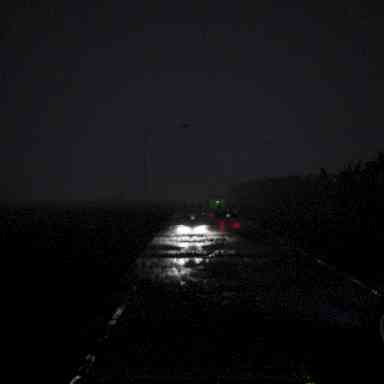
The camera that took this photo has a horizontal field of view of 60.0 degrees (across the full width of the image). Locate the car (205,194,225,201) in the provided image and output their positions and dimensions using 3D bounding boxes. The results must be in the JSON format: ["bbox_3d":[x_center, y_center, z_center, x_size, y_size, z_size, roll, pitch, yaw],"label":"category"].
[{"bbox_3d":[2.845,1.215,40.067,2.150,2.045,5.566,0,0,0],"label":"car"}]

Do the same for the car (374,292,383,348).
[{"bbox_3d":[3.578,1.534,2.948,1.812,1.442,4.674,0,0,0],"label":"car"}]

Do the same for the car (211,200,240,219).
[{"bbox_3d":[2.882,1.605,28.722,1.895,1.301,4.718,0,0,0],"label":"car"}]

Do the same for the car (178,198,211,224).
[{"bbox_3d":[0.051,1.493,24.996,2.128,1.511,4.902,0,0,0],"label":"car"}]
